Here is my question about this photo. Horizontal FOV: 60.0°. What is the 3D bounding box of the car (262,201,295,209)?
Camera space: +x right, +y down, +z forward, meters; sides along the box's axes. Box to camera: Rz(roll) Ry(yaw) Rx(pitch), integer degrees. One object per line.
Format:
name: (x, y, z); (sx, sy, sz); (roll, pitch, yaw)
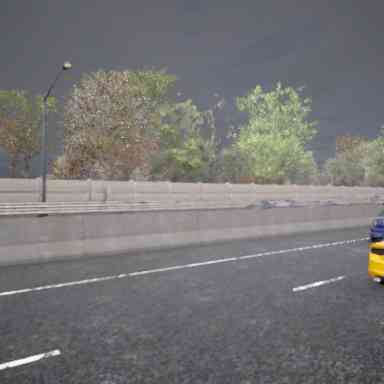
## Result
car: (9.341, 1.641, 32.172); (4.674, 1.442, 1.812); (0, 0, -35)

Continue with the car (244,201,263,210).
car: (7.404, 1.680, 35.077); (4.181, 1.385, 1.994); (0, 0, -35)

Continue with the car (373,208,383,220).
car: (10.240, 1.426, 15.360); (4.553, 1.767, 2.097); (0, 0, -35)

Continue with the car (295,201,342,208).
car: (11.672, 1.622, 29.524); (4.892, 1.490, 1.837); (0, 0, -35)

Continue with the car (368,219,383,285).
car: (6.402, 1.520, 8.329); (5.008, 1.535, 1.882); (0, 0, -35)
